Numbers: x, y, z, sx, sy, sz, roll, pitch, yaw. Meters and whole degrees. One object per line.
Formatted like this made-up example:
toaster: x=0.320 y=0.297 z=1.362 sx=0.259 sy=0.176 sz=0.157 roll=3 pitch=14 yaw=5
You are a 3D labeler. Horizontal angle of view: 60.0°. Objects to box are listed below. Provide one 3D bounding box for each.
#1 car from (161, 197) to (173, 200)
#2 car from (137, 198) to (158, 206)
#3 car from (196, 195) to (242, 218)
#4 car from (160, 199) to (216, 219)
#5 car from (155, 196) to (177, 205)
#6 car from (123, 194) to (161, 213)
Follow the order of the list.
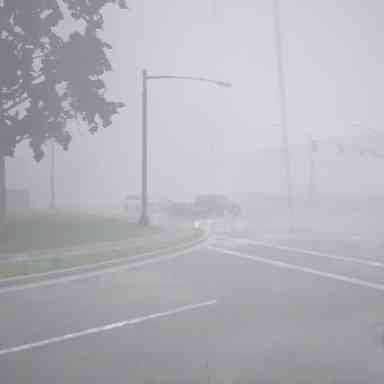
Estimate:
car: x=-2.860 y=1.661 z=40.102 sx=1.994 sy=1.385 sz=4.181 roll=0 pitch=0 yaw=-34
car: x=-8.196 y=1.735 z=60.774 sx=1.895 sy=1.301 sz=4.718 roll=0 pitch=0 yaw=-34
car: x=2.358 y=1.315 z=32.306 sx=2.150 sy=2.045 sz=5.566 roll=0 pitch=0 yaw=-34
car: x=-0.521 y=1.626 z=30.317 sx=2.033 sy=1.411 sz=5.357 roll=0 pitch=0 yaw=-34
car: x=-5.015 y=1.627 z=62.316 sx=1.882 sy=1.535 sz=5.008 roll=0 pitch=0 yaw=-34
car: x=-6.121 y=1.303 z=38.687 sx=2.150 sy=2.045 sz=5.566 roll=0 pitch=0 yaw=-34
